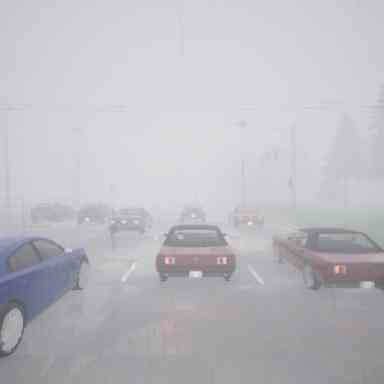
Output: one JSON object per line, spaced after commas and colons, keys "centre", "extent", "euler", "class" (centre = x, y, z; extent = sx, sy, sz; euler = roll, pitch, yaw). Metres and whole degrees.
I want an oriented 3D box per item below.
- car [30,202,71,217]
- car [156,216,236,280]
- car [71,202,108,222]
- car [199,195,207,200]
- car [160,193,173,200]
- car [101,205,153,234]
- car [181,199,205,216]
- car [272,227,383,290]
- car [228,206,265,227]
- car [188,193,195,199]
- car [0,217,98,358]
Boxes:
{"centre": [-10.435, 1.515, 25.307], "extent": [2.128, 1.511, 4.902], "euler": [0, 0, 0], "class": "car"}
{"centre": [0.086, 1.610, 9.898], "extent": [1.895, 1.301, 4.718], "euler": [0, 0, 0], "class": "car"}
{"centre": [-6.933, 1.529, 24.411], "extent": [1.837, 1.490, 4.892], "euler": [0, 0, 0], "class": "car"}
{"centre": [3.368, 1.626, 95.533], "extent": [2.033, 1.411, 5.357], "euler": [0, 0, 0], "class": "car"}
{"centre": [-7.132, 1.311, 95.415], "extent": [2.150, 2.045, 5.566], "euler": [0, 0, 0], "class": "car"}
{"centre": [-3.428, 1.565, 19.306], "extent": [2.033, 1.411, 5.357], "euler": [0, 0, 0], "class": "car"}
{"centre": [0.065, 1.550, 26.584], "extent": [1.812, 1.442, 4.674], "euler": [0, 0, 0], "class": "car"}
{"centre": [3.585, 1.609, 9.019], "extent": [1.895, 1.301, 4.718], "euler": [0, 0, 0], "class": "car"}
{"centre": [3.570, 1.622, 22.730], "extent": [1.895, 1.301, 4.718], "euler": [0, 0, 0], "class": "car"}
{"centre": [-0.132, 1.311, 95.642], "extent": [2.150, 2.045, 5.566], "euler": [0, 0, 0], "class": "car"}
{"centre": [-3.411, 1.483, 6.014], "extent": [1.882, 1.535, 5.008], "euler": [0, 0, 0], "class": "car"}
